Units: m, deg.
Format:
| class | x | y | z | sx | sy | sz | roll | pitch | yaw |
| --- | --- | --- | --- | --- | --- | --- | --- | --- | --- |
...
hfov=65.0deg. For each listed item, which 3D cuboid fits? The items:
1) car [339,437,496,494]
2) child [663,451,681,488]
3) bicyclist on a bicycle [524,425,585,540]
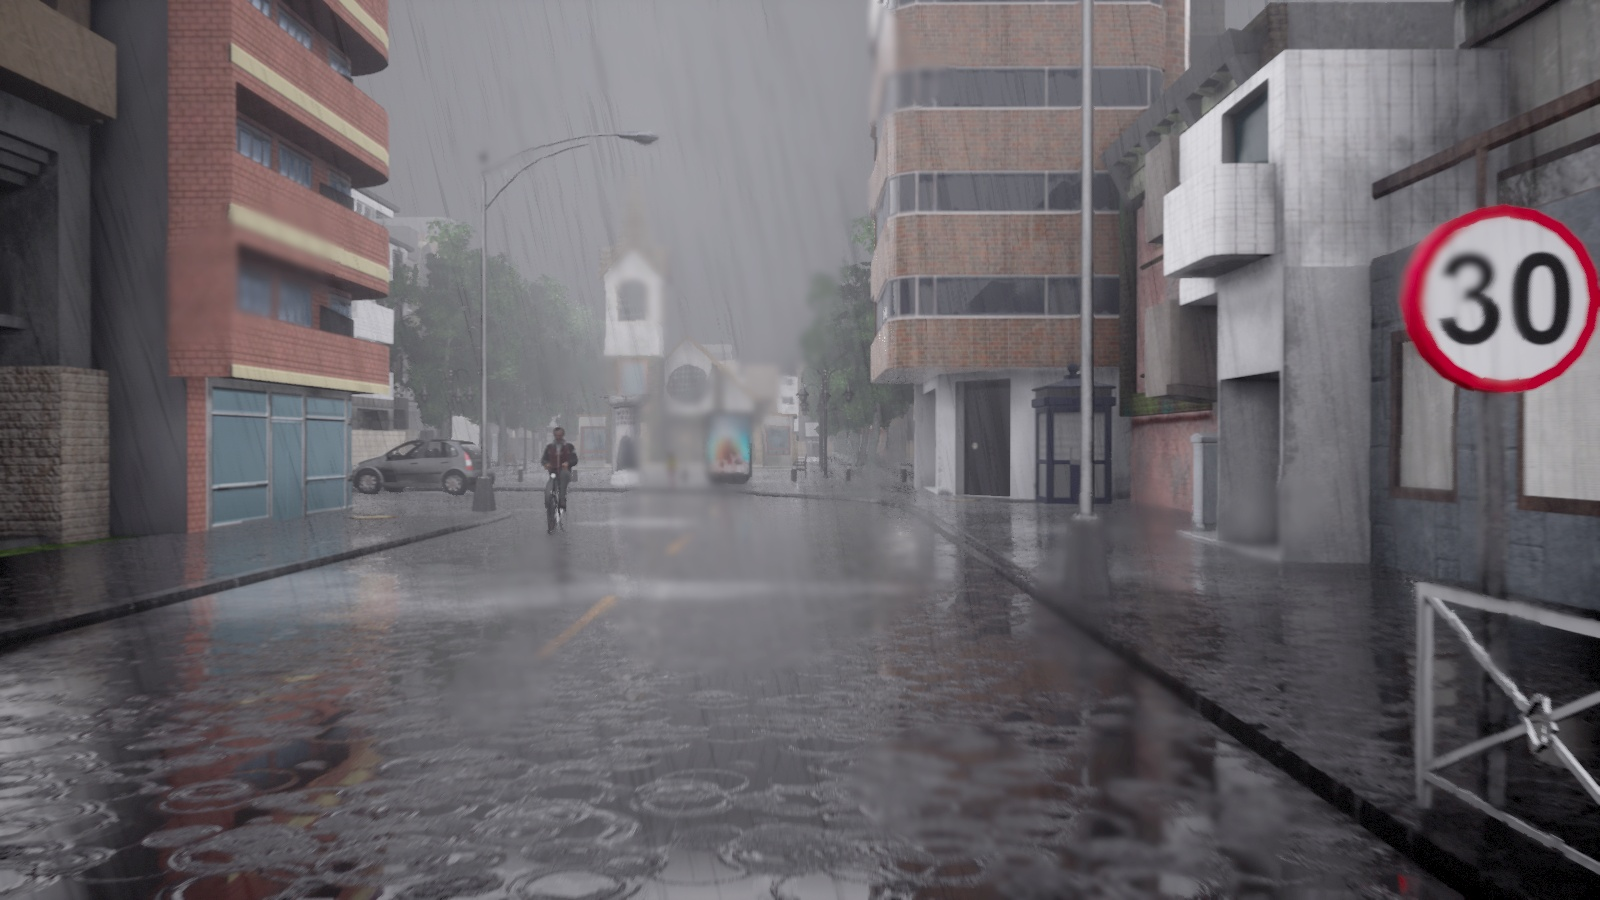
| class | x | y | z | sx | sy | sz | roll | pitch | yaw |
| --- | --- | --- | --- | --- | --- | --- | --- | --- | --- |
| car | -11.161 | 0.429 | 36.751 | 3.988 | 1.617 | 1.851 | 0 | 0 | 10 |
| child | -4.039 | 0.609 | 39.704 | 0.473 | 1.160 | 0.299 | 0 | 0 | 31 |
| bicyclist on a bicycle | -3.955 | 0.499 | 20.345 | 0.659 | 1.776 | 1.843 | 0 | 0 | -2 |
